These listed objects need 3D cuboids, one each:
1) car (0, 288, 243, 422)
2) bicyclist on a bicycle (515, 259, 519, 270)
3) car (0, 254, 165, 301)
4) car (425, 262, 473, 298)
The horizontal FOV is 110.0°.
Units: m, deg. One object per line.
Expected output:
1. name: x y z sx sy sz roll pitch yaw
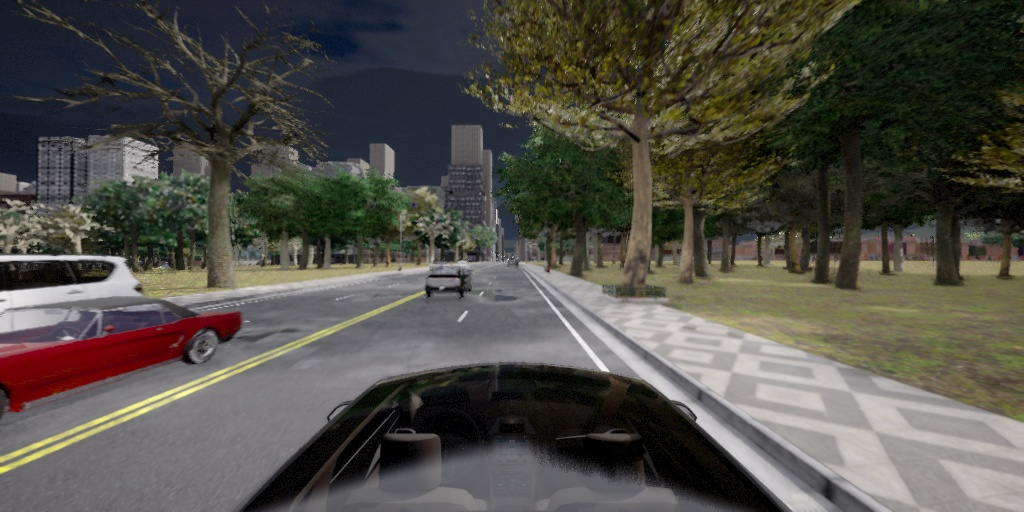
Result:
1. car: -6.603 1.351 5.291 1.895 1.301 4.718 0 0 0
2. bicyclist on a bicycle: 0.873 1.351 55.753 0.582 1.620 1.656 0 -1 0
3. car: -9.853 0.972 6.219 2.150 2.045 5.566 0 0 0
4. car: -3.157 1.261 18.574 2.128 1.511 4.902 0 0 0
